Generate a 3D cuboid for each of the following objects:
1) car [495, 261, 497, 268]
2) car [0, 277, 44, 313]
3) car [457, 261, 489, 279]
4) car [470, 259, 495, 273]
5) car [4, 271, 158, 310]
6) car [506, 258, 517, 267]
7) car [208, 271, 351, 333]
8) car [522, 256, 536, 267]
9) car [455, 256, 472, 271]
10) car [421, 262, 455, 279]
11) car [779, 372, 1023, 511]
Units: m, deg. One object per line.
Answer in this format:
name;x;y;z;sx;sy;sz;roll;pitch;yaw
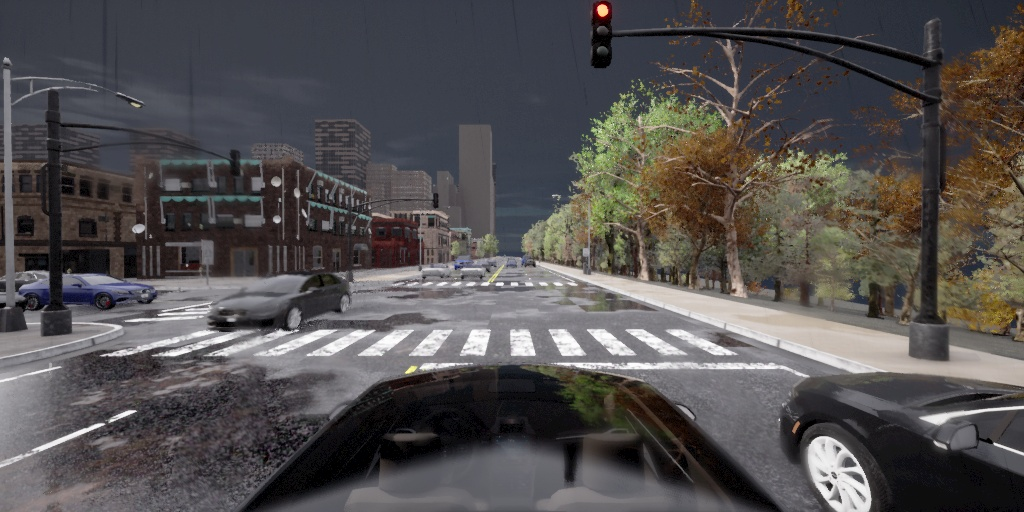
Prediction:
car;-3.464;1.276;58.635;2.033;1.411;5.357;0;0;0
car;-19.974;1.564;12.606;4.313;1.339;1.948;0;0;0
car;-3.426;1.341;32.059;1.895;1.301;4.718;0;0;0
car;-3.453;1.283;42.745;2.033;1.411;5.357;0;0;0
car;-18.096;1.475;15.346;4.674;1.442;1.812;-1;1;-1
car;-0.053;1.273;63.930;2.033;1.411;5.357;0;0;0
car;-6.623;1.254;10.892;1.837;1.490;4.892;0;0;0
car;3.197;1.231;63.632;1.837;1.490;4.892;0;0;0
car;-6.717;0.953;50.359;2.150;2.045;5.566;0;0;0
car;-6.684;1.341;32.031;1.895;1.301;4.718;0;0;0
car;3.366;1.255;1.232;1.837;1.490;4.892;0;0;-2
